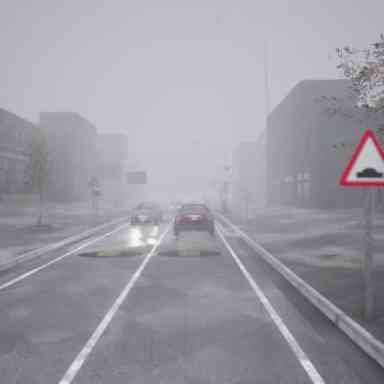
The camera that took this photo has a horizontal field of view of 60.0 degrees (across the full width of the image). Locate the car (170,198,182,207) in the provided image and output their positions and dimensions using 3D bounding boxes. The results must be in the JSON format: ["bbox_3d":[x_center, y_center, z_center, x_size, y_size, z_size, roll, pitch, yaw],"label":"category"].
[{"bbox_3d":[-3.012,2.012,64.399,2.128,1.511,4.902,0,0,1],"label":"car"}]

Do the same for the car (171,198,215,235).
[{"bbox_3d":[0.107,1.356,18.856,2.097,1.767,4.553,0,0,0],"label":"car"}]

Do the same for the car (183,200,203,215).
[{"bbox_3d":[0.099,1.658,36.988,2.033,1.411,5.357,0,-1,0],"label":"car"}]

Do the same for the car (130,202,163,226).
[{"bbox_3d":[-3.095,1.496,23.465,2.128,1.511,4.902,0,0,0],"label":"car"}]
